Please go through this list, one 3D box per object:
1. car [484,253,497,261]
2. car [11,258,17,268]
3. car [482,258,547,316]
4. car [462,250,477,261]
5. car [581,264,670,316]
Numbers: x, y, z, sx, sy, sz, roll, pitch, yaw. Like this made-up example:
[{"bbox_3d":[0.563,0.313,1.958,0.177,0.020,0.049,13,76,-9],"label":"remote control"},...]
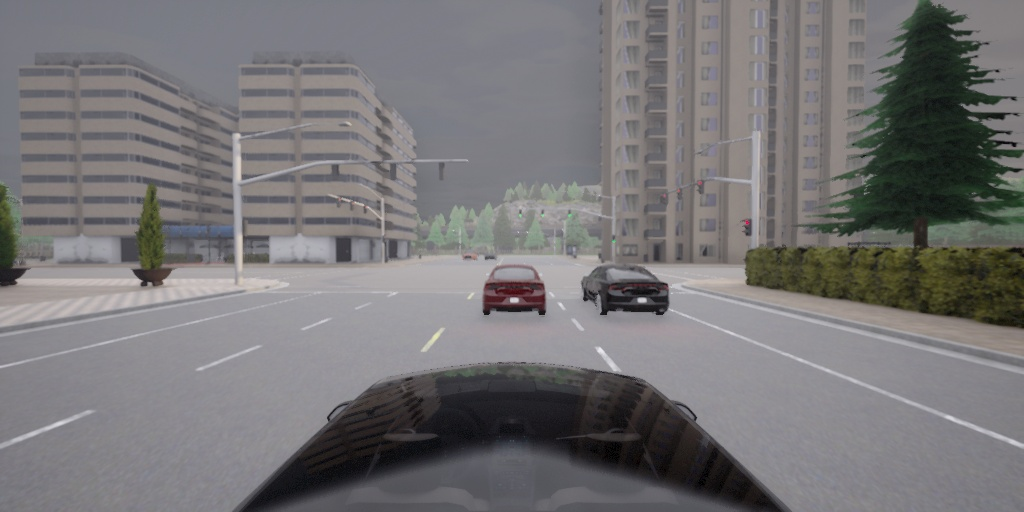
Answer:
[{"bbox_3d":[-3.554,0.104,59.626,1.895,1.301,4.718,0,1,1],"label":"car"},{"bbox_3d":[-52.910,0.494,35.914,5.008,1.535,1.882,0,1,1],"label":"car"},{"bbox_3d":[0.075,1.001,12.237,1.882,1.535,5.008,0,1,0],"label":"car"},{"bbox_3d":[-7.057,-0.147,59.767,2.097,1.767,4.553,0,1,0],"label":"car"},{"bbox_3d":[3.606,1.001,12.225,1.882,1.535,5.008,0,1,2],"label":"car"}]
